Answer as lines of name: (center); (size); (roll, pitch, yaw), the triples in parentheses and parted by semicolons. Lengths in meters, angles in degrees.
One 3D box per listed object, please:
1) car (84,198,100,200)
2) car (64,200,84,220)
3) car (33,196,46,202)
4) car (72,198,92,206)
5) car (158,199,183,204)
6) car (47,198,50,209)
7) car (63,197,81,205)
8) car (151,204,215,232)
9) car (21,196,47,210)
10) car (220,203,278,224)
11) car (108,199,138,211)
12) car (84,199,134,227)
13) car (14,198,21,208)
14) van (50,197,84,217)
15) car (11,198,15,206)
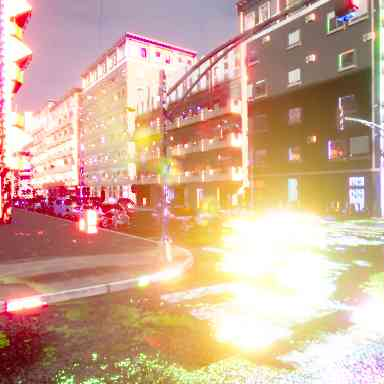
car: (-10.969, 1.653, 35.366); (2.033, 1.411, 5.357); (-1, 0, -35)
car: (-9.058, 1.652, 28.271); (1.752, 1.417, 4.829); (-1, 1, -36)
car: (-37.939, 1.727, 82.703); (1.887, 1.381, 4.507); (-1, 1, -36)
car: (-18.531, 1.643, 55.759); (1.947, 1.339, 4.313); (-1, 1, -36)
car: (-2.359, 1.441, 33.305); (1.967, 1.590, 4.097); (-1, 1, -36)
car: (-20.315, 1.642, 48.486); (2.128, 1.511, 4.902); (-1, 0, -35)
car: (-21.766, 1.645, 60.250); (2.008, 1.369, 4.403); (-1, 1, -36)
car: (-0.669, 1.661, 21.060); (1.895, 1.301, 4.718); (-1, 0, -36)
car: (-22.097, 1.627, 46.370); (1.967, 1.590, 4.097); (-1, 1, -36)
car: (4.012, 1.498, 24.464); (1.752, 1.417, 4.829); (-1, 1, -36)
car: (-8.827, 1.581, 42.287); (2.008, 1.369, 4.403); (-1, 1, -36)
car: (-5.924, 1.552, 23.919); (1.967, 1.590, 4.097); (-1, 1, -36)
car: (-25.330, 1.769, 50.862); (1.947, 1.339, 4.313); (-1, 1, -36)
van: (-12.395, 1.483, 32.898); (1.690, 1.788, 3.998); (-1, 1, -36)
car: (-31.800, 1.782, 59.843); (1.887, 1.381, 4.507); (-1, 1, -36)
